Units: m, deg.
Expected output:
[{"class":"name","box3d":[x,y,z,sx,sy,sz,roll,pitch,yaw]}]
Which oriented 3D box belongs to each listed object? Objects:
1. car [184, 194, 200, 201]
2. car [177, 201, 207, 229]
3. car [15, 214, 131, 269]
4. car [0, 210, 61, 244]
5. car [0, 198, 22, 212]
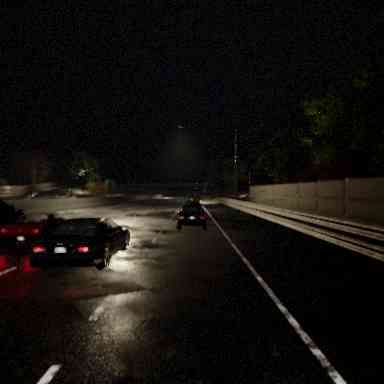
[{"class":"car","box3d":[-0.010,1.269,48.481,2.150,2.045,5.566,0,0,0]},{"class":"car","box3d":[-0.002,1.553,21.768,2.033,1.411,5.357,0,0,0]},{"class":"car","box3d":[-3.403,1.547,11.115,2.033,1.411,5.357,0,0,0]},{"class":"car","box3d":[-6.902,1.602,15.655,1.895,1.301,4.718,0,0,0]},{"class":"car","box3d":[-10.405,1.224,16.427,2.150,2.045,5.566,0,0,0]}]
